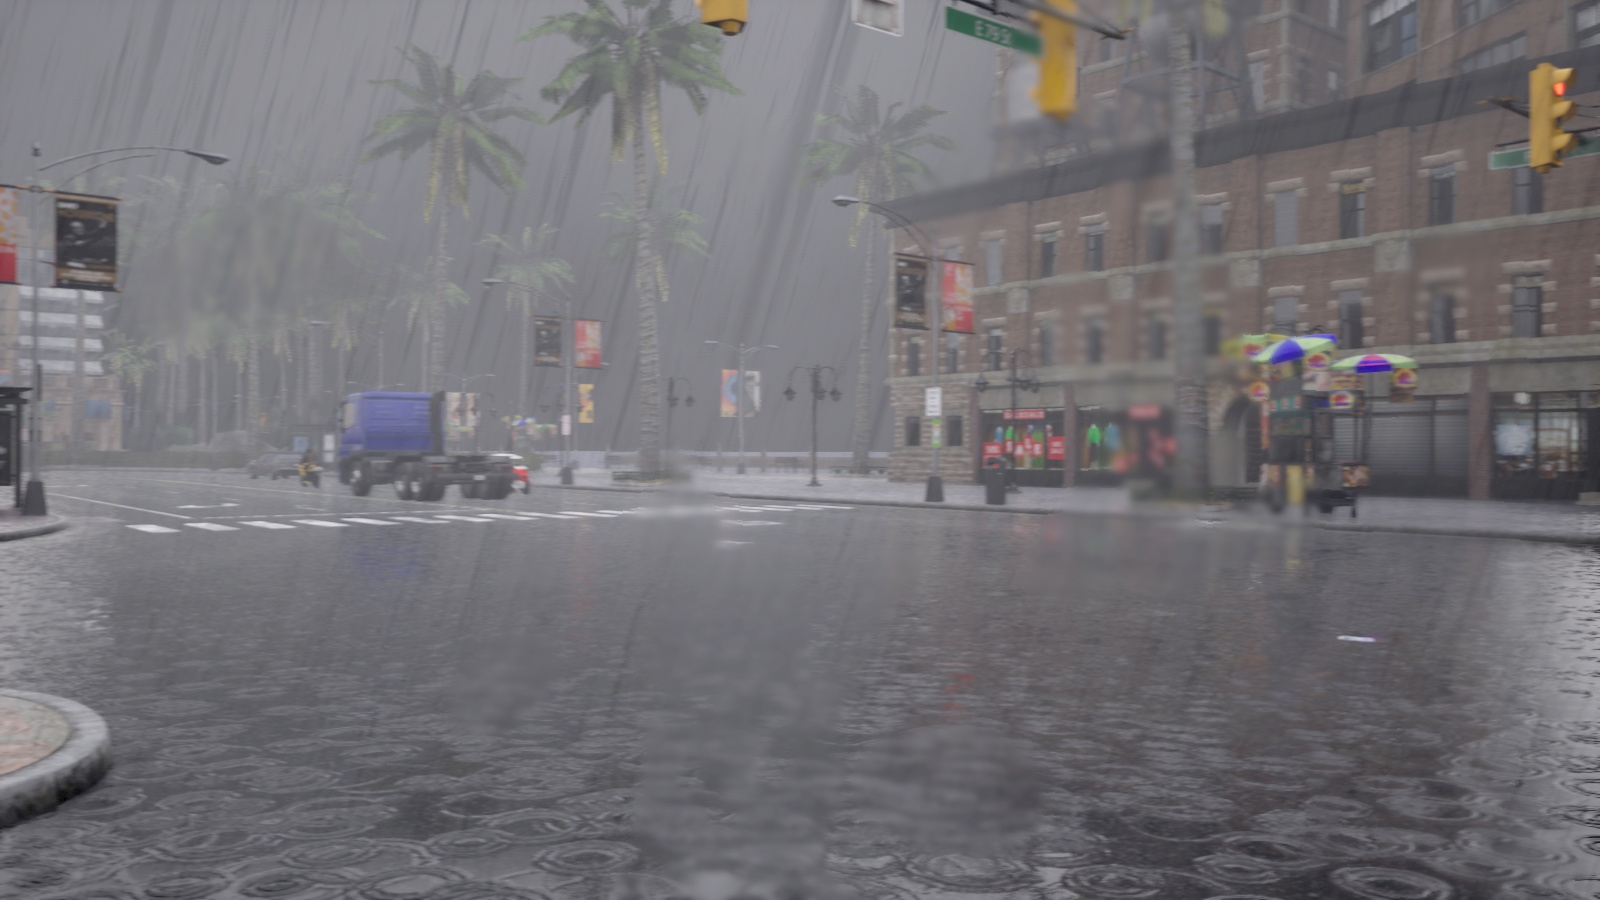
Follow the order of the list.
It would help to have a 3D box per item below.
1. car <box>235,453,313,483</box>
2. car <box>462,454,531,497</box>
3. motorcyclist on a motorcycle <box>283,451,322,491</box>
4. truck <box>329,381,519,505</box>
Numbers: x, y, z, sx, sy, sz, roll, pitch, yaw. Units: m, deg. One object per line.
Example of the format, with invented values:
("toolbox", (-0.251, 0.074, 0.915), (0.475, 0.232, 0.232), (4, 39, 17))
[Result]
("car", (-26.062, 0.870, 62.159), (2.033, 1.411, 5.357), (0, 0, -40))
("car", (-10.349, 0.848, 42.818), (1.481, 1.376, 2.207), (0, 0, -39))
("motorcyclist on a motorcycle", (-19.021, 0.786, 48.026), (0.797, 1.523, 2.044), (0, 0, -39))
("truck", (-11.891, -0.191, 39.157), (2.891, 3.462, 7.936), (0, 0, -39))
